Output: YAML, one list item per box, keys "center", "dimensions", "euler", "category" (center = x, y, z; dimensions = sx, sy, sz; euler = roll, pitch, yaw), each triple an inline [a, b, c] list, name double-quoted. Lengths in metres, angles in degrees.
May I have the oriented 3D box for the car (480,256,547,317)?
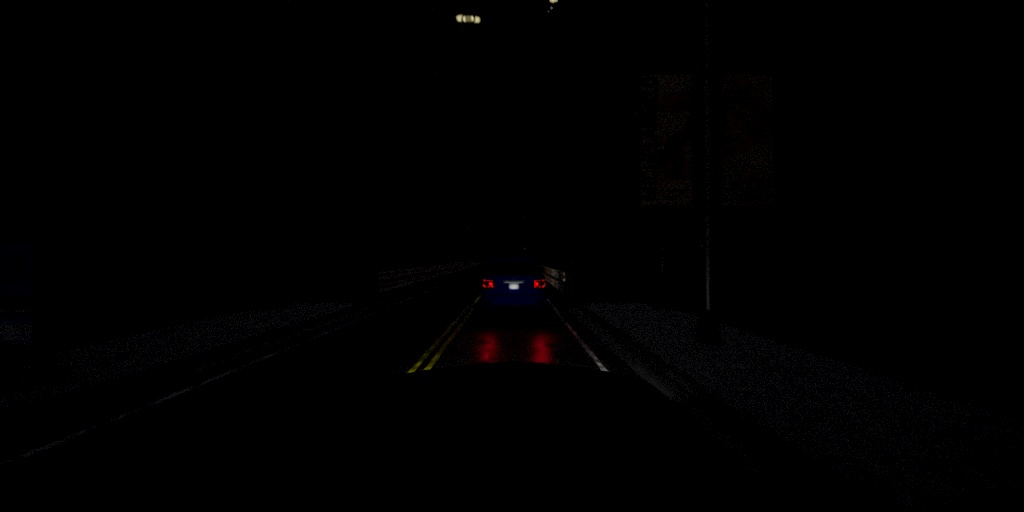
- center: [0.076, 1.002, 13.417]
  dimensions: [2.150, 2.045, 5.566]
  euler: [0, 0, 0]
  category: "car"
